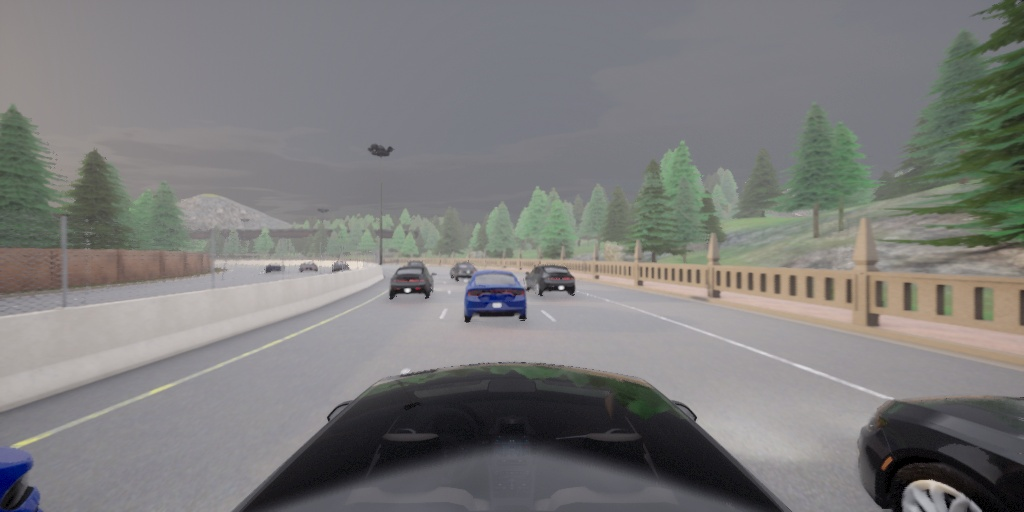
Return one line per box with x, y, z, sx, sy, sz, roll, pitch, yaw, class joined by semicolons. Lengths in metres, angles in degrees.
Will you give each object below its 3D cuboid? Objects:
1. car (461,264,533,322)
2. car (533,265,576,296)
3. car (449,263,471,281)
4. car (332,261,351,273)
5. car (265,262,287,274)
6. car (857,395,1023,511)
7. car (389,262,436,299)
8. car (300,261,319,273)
-0.669;1.221;12.447;1.882;1.535;5.008;0;0;-6;car
1.910;1.232;19.149;1.837;1.490;4.892;0;0;-9;car
-4.075;1.289;30.094;2.033;1.411;5.357;0;0;-16;car
-21.224;1.346;44.600;2.033;1.411;5.357;0;0;-27;car
-28.555;1.431;43.437;1.895;1.301;4.718;0;0;-29;car
3.464;1.243;0.626;1.837;1.490;4.892;0;0;1;car
-5.010;1.261;18.224;1.837;1.490;4.892;0;0;-10;car
-25.898;1.382;45.802;1.994;1.385;4.181;0;0;-29;car
